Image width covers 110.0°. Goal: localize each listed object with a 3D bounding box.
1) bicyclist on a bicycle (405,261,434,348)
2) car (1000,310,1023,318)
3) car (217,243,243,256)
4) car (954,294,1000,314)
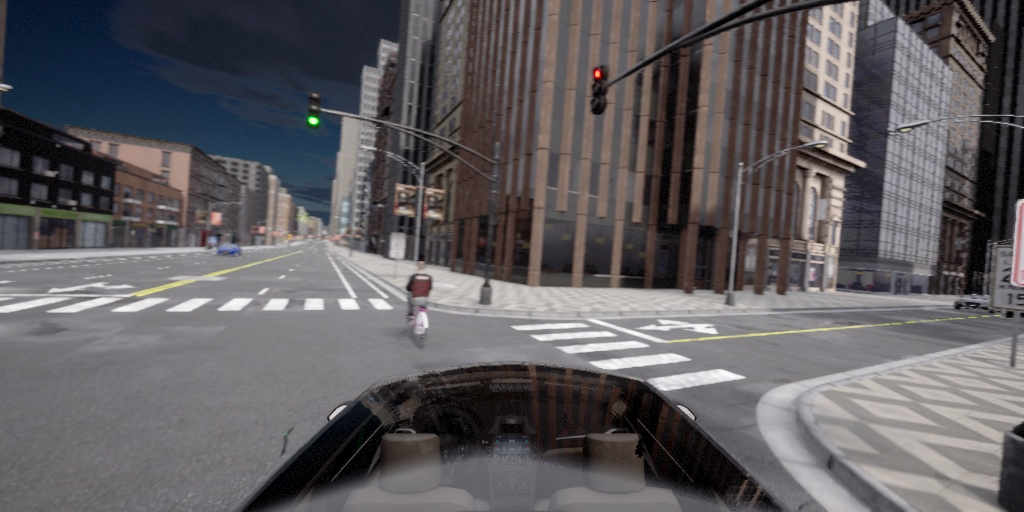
[{"bbox_3d":[-2.080,0.987,7.832,0.659,1.776,1.843,4,1,-28],"label":"bicyclist on a bicycle"},{"bbox_3d":[36.584,3.776,25.098,4.181,1.385,1.994,4,1,-28],"label":"car"},{"bbox_3d":[-35.051,-0.802,44.655,1.882,1.535,5.008,4,0,-28],"label":"car"},{"bbox_3d":[38.692,3.881,29.687,4.181,1.385,1.994,4,1,-28],"label":"car"}]
